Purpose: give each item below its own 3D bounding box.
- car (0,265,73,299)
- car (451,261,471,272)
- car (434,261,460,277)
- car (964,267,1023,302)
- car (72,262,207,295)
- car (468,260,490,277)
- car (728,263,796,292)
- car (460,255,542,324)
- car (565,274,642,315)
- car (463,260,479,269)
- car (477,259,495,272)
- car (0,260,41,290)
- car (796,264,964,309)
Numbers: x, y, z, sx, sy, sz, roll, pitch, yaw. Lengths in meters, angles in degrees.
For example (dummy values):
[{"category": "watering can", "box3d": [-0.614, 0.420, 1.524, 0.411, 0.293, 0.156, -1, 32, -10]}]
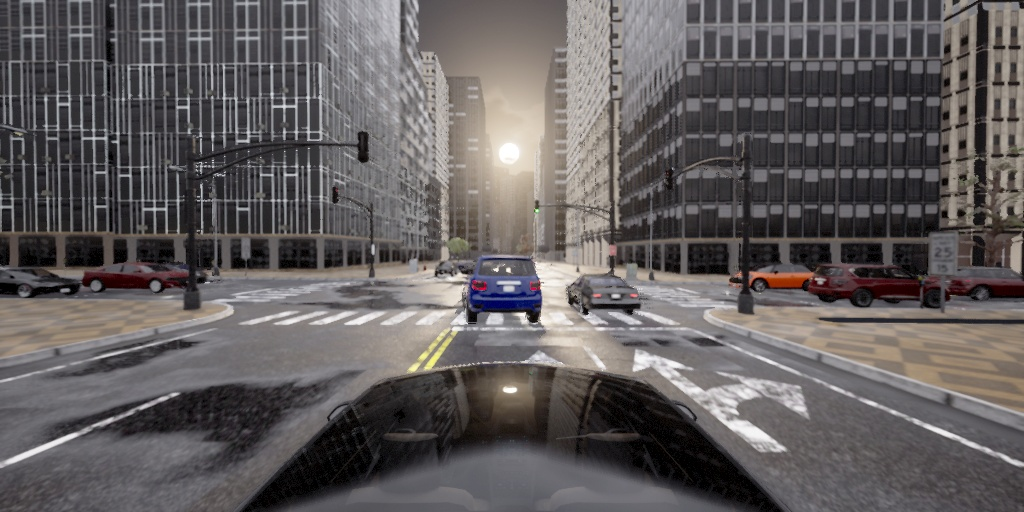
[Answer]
[{"category": "car", "box3d": [-22.737, 1.194, 16.550, 4.313, 1.339, 1.948, 0, 0, 1]}, {"category": "car", "box3d": [-6.586, 1.353, 46.736, 1.895, 1.301, 4.718, 0, 0, 0]}, {"category": "car", "box3d": [-6.613, 1.260, 36.433, 1.837, 1.490, 4.892, 0, 0, -1]}, {"category": "car", "box3d": [24.600, 1.362, 18.481, 4.553, 1.767, 2.097, 1, 1, 1]}, {"category": "car", "box3d": [-19.772, 1.091, 19.199, 5.008, 1.535, 1.882, 1, 1, 0]}, {"category": "car", "box3d": [-3.348, 1.233, 37.326, 1.882, 1.535, 5.008, 0, 0, 0]}, {"category": "car", "box3d": [15.774, 1.235, 21.842, 4.553, 1.767, 2.097, 0, 1, -1]}, {"category": "car", "box3d": [-0.522, 1.016, 12.347, 2.150, 2.045, 5.566, 1, -1, -9]}, {"category": "car", "box3d": [3.341, 1.392, 14.039, 2.033, 1.411, 5.357, 0, -1, 0]}, {"category": "car", "box3d": [-6.520, 1.296, 57.408, 2.033, 1.411, 5.357, 0, 0, 0]}, {"category": "car", "box3d": [-3.334, 1.230, 46.938, 1.882, 1.535, 5.008, 0, 0, 0]}, {"category": "car", "box3d": [-29.274, 1.018, 19.390, 4.902, 1.511, 2.128, 1, 1, 1]}, {"category": "car", "box3d": [16.188, 1.291, 16.035, 5.009, 1.841, 2.192, 0, 0, 1]}]
